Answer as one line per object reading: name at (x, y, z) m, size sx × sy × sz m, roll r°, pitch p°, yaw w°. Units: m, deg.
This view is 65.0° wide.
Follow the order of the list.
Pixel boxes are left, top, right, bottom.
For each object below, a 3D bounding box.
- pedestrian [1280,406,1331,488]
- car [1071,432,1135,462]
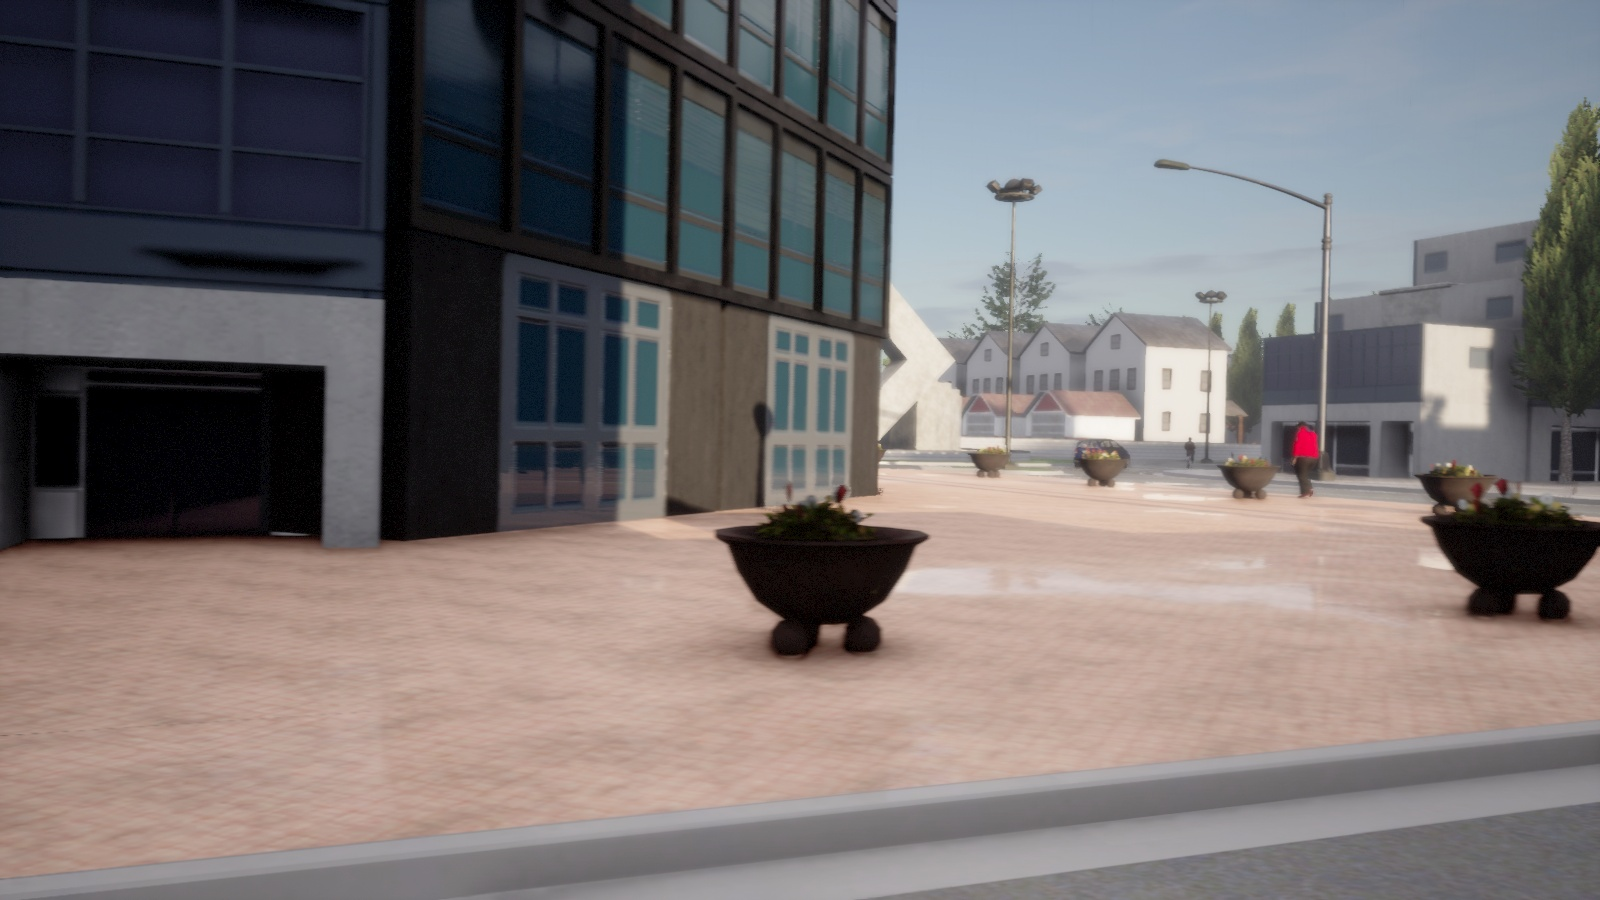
pedestrian at (11.539, -0.070, 28.675) m, size 0.634 × 1.844 × 0.899 m, roll 0°, pitch 1°, yaw -20°
car at (16.081, -0.162, 66.592) m, size 1.789 × 1.549 × 3.705 m, roll 1°, pitch 1°, yaw 40°
